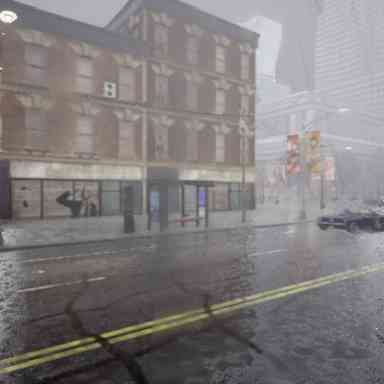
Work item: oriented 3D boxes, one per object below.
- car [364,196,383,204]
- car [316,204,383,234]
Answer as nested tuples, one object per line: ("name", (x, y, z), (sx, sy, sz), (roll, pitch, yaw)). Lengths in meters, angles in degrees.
("car", (32.812, 1.480, 58.920), (2.002, 1.452, 4.674), (0, 0, -16))
("car", (9.285, 1.589, 19.384), (4.718, 1.301, 1.895), (0, 0, -38))
